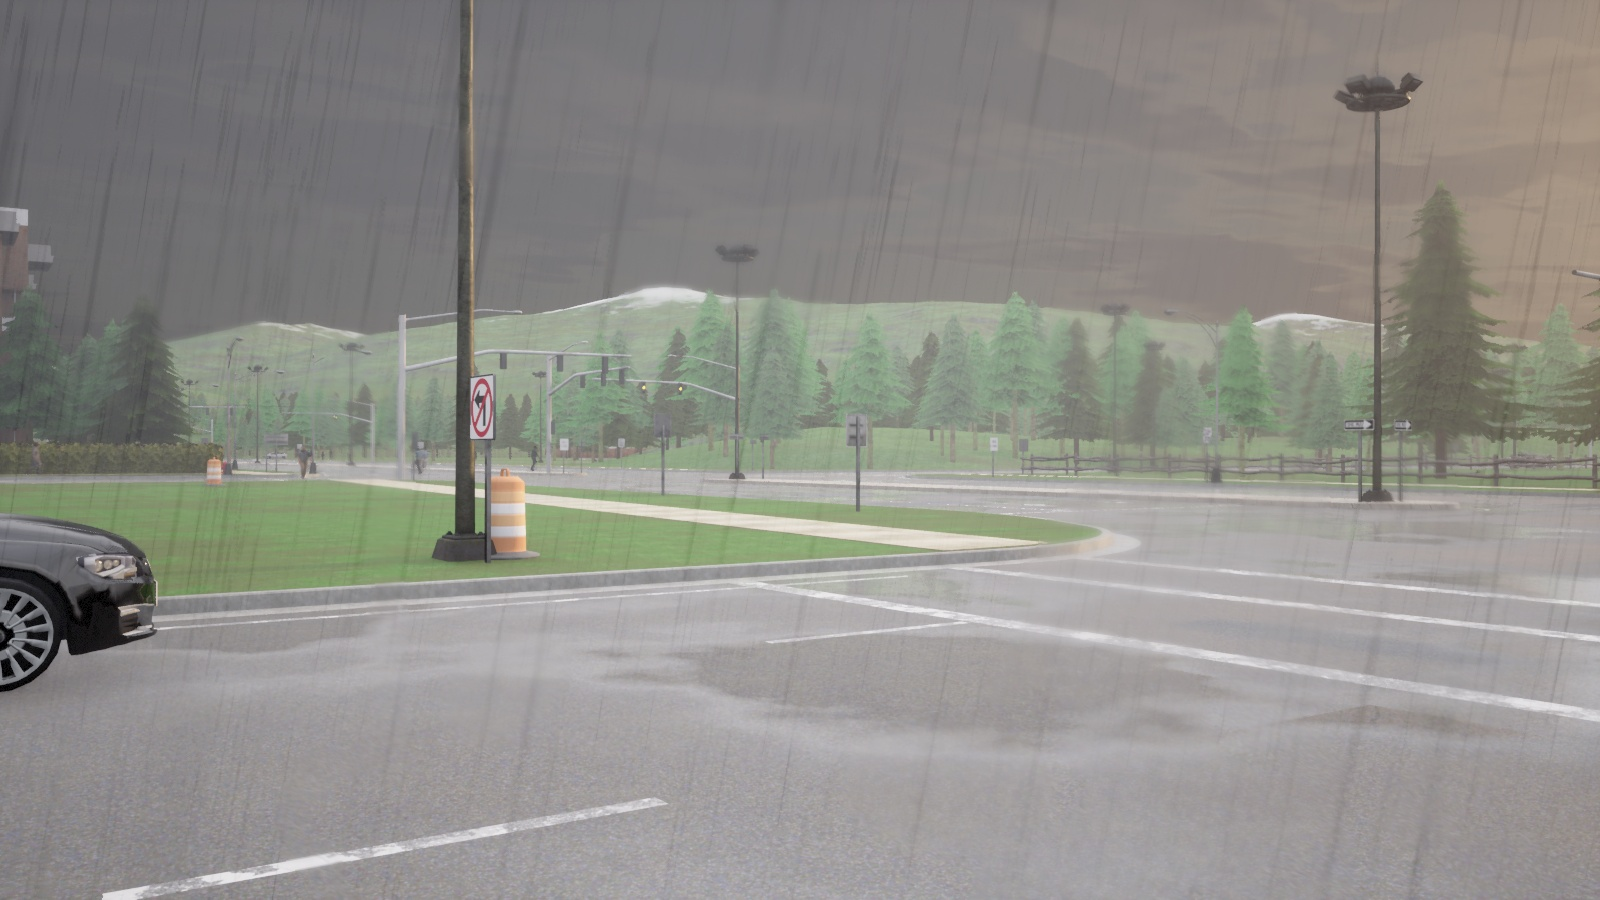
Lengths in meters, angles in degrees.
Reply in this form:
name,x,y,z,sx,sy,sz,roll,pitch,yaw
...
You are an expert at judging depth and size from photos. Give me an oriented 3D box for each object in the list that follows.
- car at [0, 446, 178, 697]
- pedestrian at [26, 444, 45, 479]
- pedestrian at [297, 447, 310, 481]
name,x,y,z,sx,sy,sz,roll,pitch,yaw
car,-6.631,0.734,7.573,4.902,1.511,2.128,0,0,-35
pedestrian,-42.967,0.637,70.570,0.873,1.952,0.659,0,0,-34
pedestrian,-26.733,0.760,67.651,0.540,1.848,0.694,0,0,-32
